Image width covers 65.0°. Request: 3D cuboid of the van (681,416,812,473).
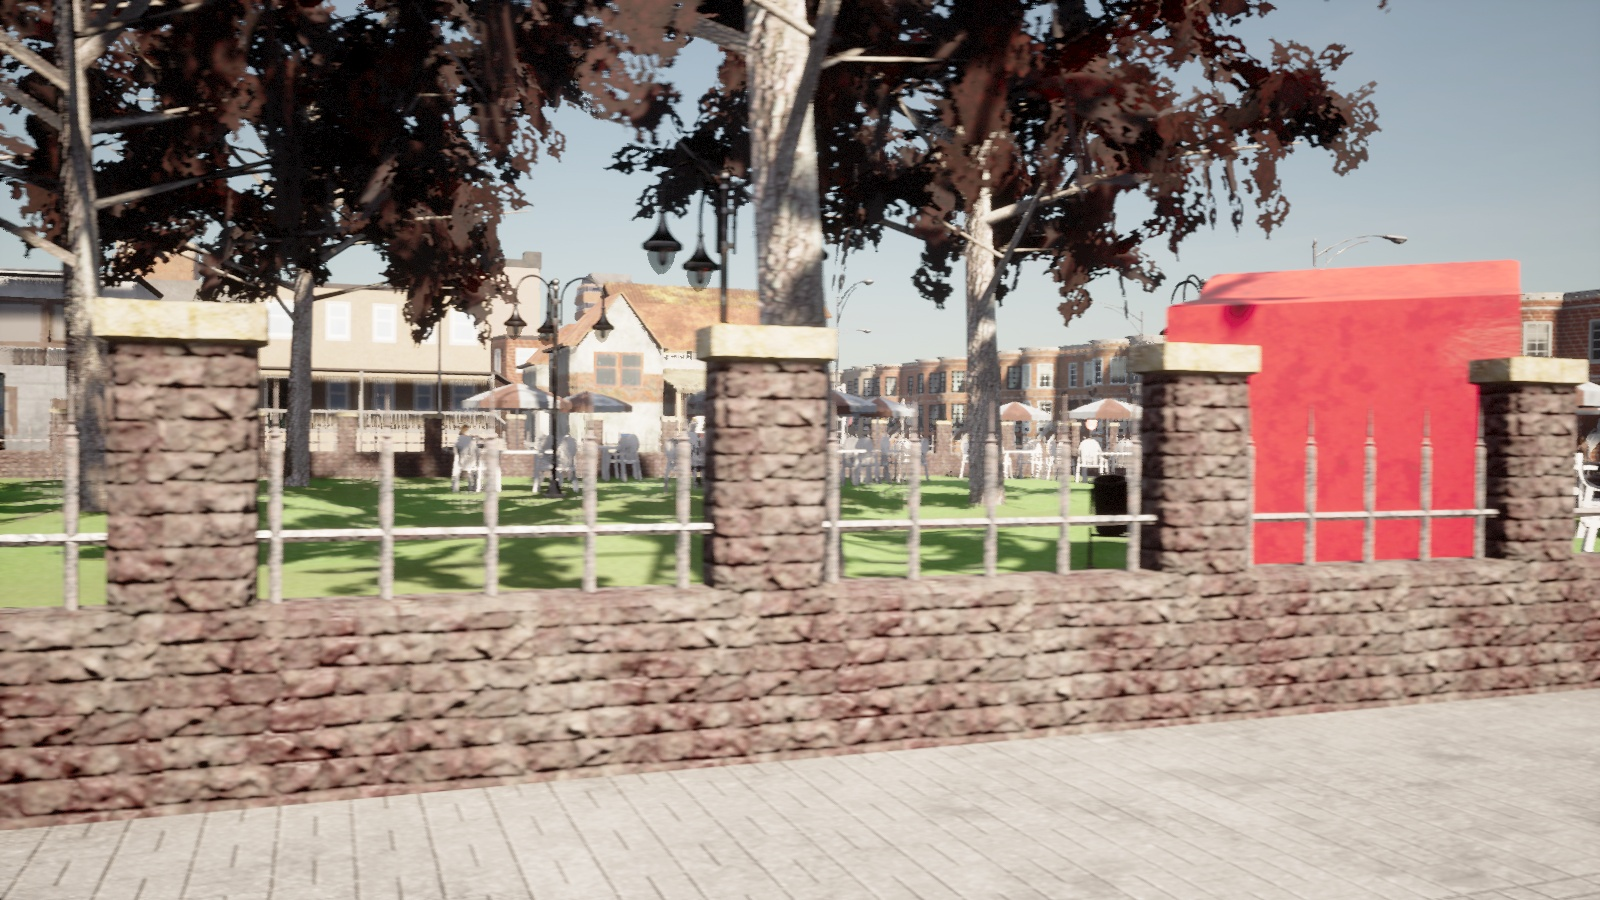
[{"bbox_3d":[-2.020,-0.223,47.108,4.480,2.038,2.069,-1,1,-21],"label":"van"}]
